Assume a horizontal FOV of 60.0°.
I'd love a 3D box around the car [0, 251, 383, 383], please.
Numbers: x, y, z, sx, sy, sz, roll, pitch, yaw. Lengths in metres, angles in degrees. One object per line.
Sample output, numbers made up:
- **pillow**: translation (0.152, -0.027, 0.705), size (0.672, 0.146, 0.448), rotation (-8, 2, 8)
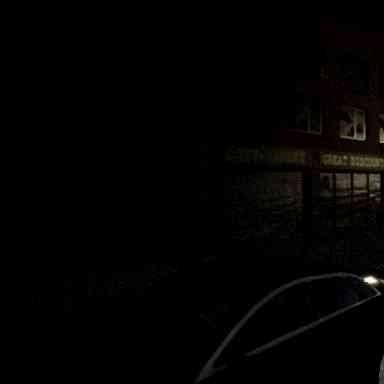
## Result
- **car**: translation (0.429, 1.462, 3.366), size (4.902, 1.511, 2.128), rotation (-1, 1, -35)
